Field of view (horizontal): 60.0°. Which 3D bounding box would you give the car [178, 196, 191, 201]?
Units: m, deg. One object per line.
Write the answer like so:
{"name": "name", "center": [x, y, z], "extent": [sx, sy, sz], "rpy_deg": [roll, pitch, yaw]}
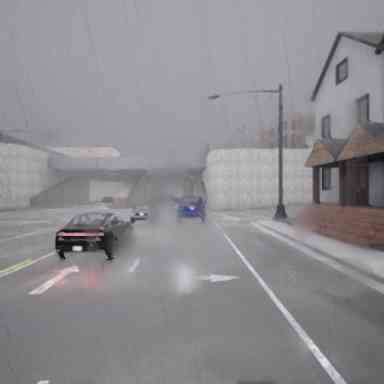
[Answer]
{"name": "car", "center": [-2.093, 1.765, 95.119], "extent": [1.994, 1.385, 4.181], "rpy_deg": [0, 0, 28]}

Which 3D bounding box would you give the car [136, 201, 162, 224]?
{"name": "car", "center": [-3.512, 1.619, 25.539], "extent": [2.033, 1.411, 5.357], "rpy_deg": [0, 0, 0]}

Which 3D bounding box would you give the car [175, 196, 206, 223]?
{"name": "car", "center": [-0.039, 1.307, 26.599], "extent": [2.150, 2.045, 5.566], "rpy_deg": [0, 0, -1]}

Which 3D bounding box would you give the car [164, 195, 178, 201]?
{"name": "car", "center": [-5.954, 1.693, 95.006], "extent": [1.837, 1.490, 4.892], "rpy_deg": [0, 0, 24]}

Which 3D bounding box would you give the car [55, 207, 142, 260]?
{"name": "car", "center": [-3.460, 1.520, 12.546], "extent": [2.128, 1.511, 4.902], "rpy_deg": [0, 0, 1]}

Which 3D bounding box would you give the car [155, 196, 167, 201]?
{"name": "car", "center": [-8.298, 1.688, 84.934], "extent": [1.837, 1.490, 4.892], "rpy_deg": [0, 0, 6]}

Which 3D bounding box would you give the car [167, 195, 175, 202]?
{"name": "car", "center": [-4.751, 1.718, 85.436], "extent": [2.128, 1.511, 4.902], "rpy_deg": [0, 0, 6]}

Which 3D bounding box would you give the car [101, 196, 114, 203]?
{"name": "car", "center": [-18.710, 1.646, 73.830], "extent": [1.882, 1.535, 5.008], "rpy_deg": [0, 0, -1]}
